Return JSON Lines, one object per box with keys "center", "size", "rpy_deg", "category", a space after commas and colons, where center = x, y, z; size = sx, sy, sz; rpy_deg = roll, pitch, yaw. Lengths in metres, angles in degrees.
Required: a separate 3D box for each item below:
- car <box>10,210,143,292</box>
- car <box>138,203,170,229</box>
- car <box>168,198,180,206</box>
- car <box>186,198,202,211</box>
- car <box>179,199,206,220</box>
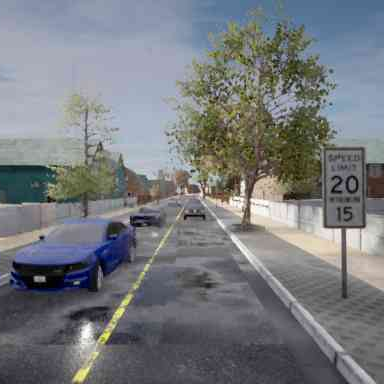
{"center": [-2.910, 1.492, 9.212], "size": [1.882, 1.535, 5.008], "rpy_deg": [0, 0, 4], "category": "car"}
{"center": [-2.764, 1.609, 21.701], "size": [1.895, 1.301, 4.718], "rpy_deg": [0, 0, 0], "category": "car"}
{"center": [-2.659, 1.607, 50.405], "size": [1.895, 1.301, 4.718], "rpy_deg": [0, 0, 0], "category": "car"}
{"center": [0.257, 1.555, 42.960], "size": [2.033, 1.411, 5.357], "rpy_deg": [0, 0, 0], "category": "car"}
{"center": [0.212, 1.556, 28.582], "size": [2.033, 1.411, 5.357], "rpy_deg": [0, 0, 0], "category": "car"}
